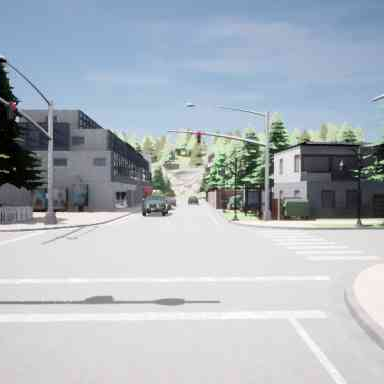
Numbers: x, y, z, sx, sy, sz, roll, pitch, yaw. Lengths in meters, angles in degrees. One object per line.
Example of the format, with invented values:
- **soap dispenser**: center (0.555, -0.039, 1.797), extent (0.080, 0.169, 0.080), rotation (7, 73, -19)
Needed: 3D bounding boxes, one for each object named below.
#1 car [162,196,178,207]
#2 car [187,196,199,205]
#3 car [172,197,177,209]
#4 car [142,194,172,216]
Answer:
- **car**: center (-3.459, 1.492, 52.992), extent (2.128, 1.511, 4.902), rotation (0, 0, 0)
- **car**: center (0.239, 1.505, 59.528), extent (1.837, 1.490, 4.892), rotation (0, 0, 0)
- **car**: center (-3.499, 1.492, 42.724), extent (2.128, 1.511, 4.902), rotation (0, 0, 0)
- **car**: center (-3.525, 1.221, 32.674), extent (2.150, 2.045, 5.566), rotation (0, 0, 0)
